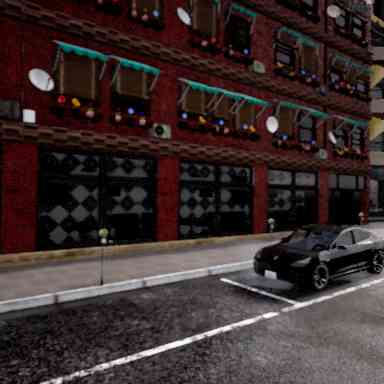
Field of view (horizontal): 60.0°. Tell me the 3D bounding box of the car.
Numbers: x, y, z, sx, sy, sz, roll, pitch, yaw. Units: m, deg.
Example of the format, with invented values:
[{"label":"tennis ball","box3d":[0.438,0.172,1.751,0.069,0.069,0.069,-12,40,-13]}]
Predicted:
[{"label":"car","box3d":[3.645,1.596,9.146,4.313,1.339,1.947,0,1,-35]}]
